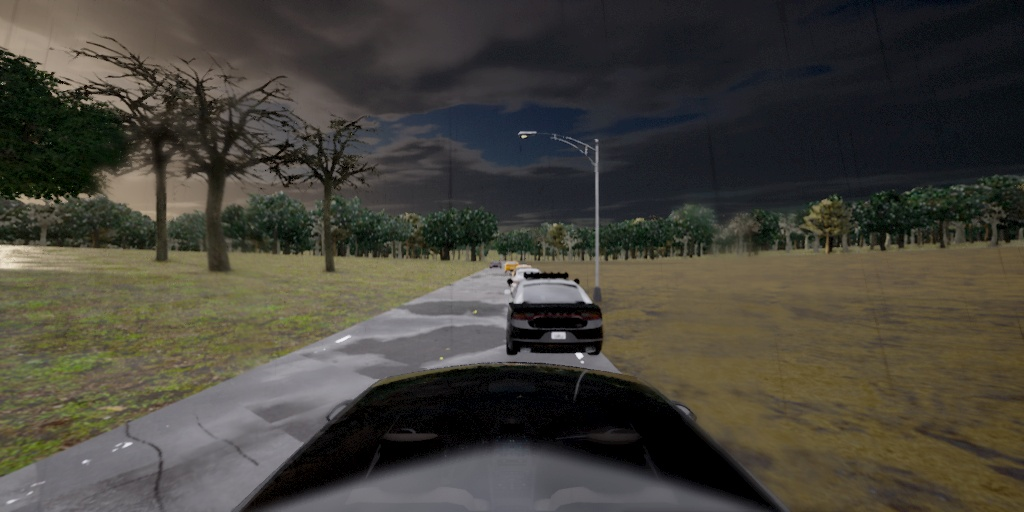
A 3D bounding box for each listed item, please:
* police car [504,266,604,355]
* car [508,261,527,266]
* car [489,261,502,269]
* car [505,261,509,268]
[{"bbox_3d":[0.826,1.214,8.918,1.930,1.638,5.238,0,0,0],"label":"police car"},{"bbox_3d":[0.828,1.321,24.999,1.801,1.575,5.366,0,0,0],"label":"car"},{"bbox_3d":[-2.742,1.533,60.362,1.994,1.385,4.181,0,0,0],"label":"car"},{"bbox_3d":[0.045,1.422,48.208,1.882,1.535,5.008,0,0,0],"label":"car"}]
